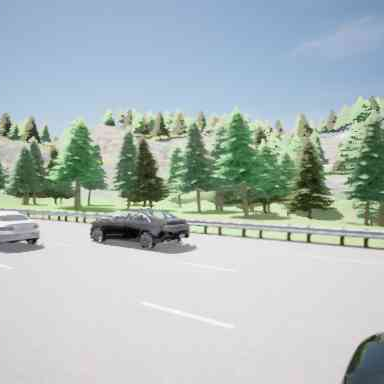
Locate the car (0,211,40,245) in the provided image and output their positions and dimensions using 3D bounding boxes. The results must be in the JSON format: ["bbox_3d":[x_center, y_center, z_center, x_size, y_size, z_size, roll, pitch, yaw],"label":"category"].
[{"bbox_3d":[-8.345,1.526,14.248,4.674,1.442,1.812,0,0,36],"label":"car"}]

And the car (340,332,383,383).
[{"bbox_3d":[3.015,1.564,1.841,4.181,1.385,1.994,0,0,36],"label":"car"}]

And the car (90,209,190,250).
[{"bbox_3d":[-2.365,1.492,14.281,4.902,1.511,2.128,0,0,36],"label":"car"}]
